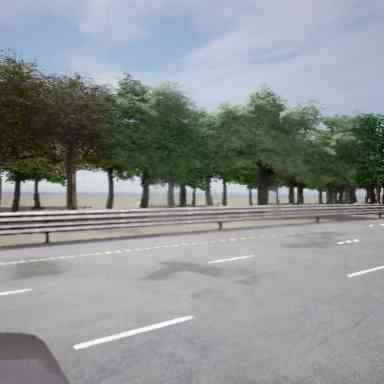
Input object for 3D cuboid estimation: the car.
[{"bbox_3d":[-3.311,1.541,1.509,5.357,1.411,2.033,0,0,-35],"label":"car"}]
